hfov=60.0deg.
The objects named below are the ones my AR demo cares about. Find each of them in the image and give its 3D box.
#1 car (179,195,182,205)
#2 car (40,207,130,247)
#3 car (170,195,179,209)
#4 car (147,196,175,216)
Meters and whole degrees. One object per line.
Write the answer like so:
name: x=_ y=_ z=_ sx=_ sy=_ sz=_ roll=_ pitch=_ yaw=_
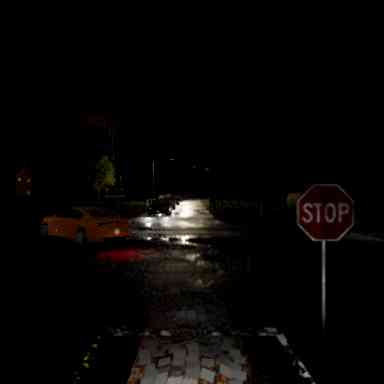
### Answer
car: x=-2.890 y=1.245 z=50.563 sx=1.882 sy=1.535 sz=5.008 roll=0 pitch=0 yaw=0
car: x=-4.789 y=1.380 z=14.591 sx=5.008 sy=1.535 sz=1.882 roll=1 pitch=-1 yaw=41
car: x=-2.891 y=1.343 z=39.825 sx=1.812 sy=1.442 sz=4.674 roll=0 pitch=0 yaw=0
car: x=-2.902 y=1.386 z=30.788 sx=1.812 sy=1.442 sz=4.674 roll=0 pitch=0 yaw=1
